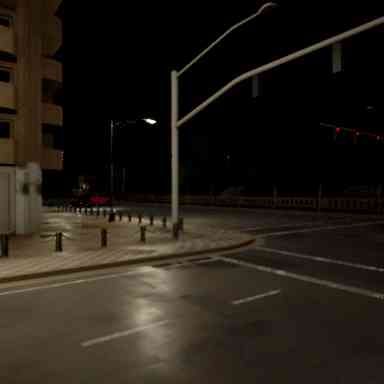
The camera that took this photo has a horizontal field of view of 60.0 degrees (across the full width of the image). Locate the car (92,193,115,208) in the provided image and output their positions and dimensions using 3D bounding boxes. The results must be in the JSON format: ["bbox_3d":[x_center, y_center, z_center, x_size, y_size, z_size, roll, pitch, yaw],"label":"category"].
[{"bbox_3d":[-13.380,1.222,49.440,2.150,2.045,5.566,0,0,-36],"label":"car"}]

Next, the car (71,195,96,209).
[{"bbox_3d":[-15.403,1.518,46.276,1.837,1.490,4.892,0,0,-36],"label":"car"}]
